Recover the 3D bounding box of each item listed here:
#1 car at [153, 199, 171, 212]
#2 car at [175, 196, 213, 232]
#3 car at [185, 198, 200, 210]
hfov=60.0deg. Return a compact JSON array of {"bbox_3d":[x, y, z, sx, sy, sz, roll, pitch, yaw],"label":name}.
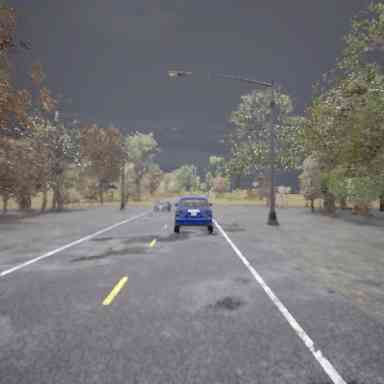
[{"bbox_3d":[-3.561,1.585,40.431,2.128,1.511,4.902,0,0,0],"label":"car"},{"bbox_3d":[0.096,1.271,20.675,2.150,2.045,5.566,0,0,0],"label":"car"},{"bbox_3d":[0.098,1.582,45.329,1.882,1.535,5.008,0,0,0],"label":"car"}]
